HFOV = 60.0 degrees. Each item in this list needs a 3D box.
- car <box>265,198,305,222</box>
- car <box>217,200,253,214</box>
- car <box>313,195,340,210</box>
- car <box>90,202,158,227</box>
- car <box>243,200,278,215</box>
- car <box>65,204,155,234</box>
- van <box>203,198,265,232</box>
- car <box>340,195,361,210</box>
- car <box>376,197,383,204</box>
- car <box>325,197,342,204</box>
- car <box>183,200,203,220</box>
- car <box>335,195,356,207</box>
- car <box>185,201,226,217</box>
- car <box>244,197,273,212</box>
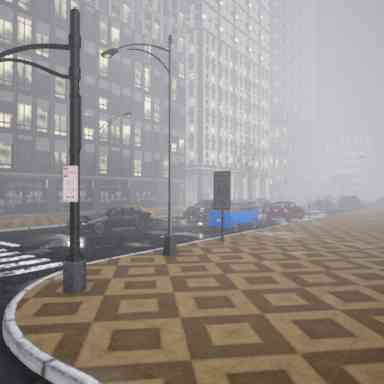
[{"bbox_3d":[7.603,1.471,26.865,1.967,1.590,4.097,0,0,38],"label":"car"},{"bbox_3d":[4.750,1.569,36.081,1.887,1.381,4.507,0,0,38],"label":"car"},{"bbox_3d":[17.305,1.537,43.521,2.128,1.511,4.902,0,0,38],"label":"car"},{"bbox_3d":[-4.749,1.538,23.947,1.752,1.417,4.829,0,0,38],"label":"car"},{"bbox_3d":[7.344,1.592,35.389,1.994,1.385,4.181,0,0,38],"label":"car"},{"bbox_3d":[-4.682,1.562,19.778,2.033,1.411,5.357,0,0,38],"label":"car"},{"bbox_3d":[2.642,1.367,20.235,1.690,1.788,3.998,0,0,38],"label":"van"},{"bbox_3d":[21.173,1.367,44.505,2.192,1.841,5.009,0,0,38],"label":"car"},{"bbox_3d":[38.135,1.657,66.552,1.947,1.339,4.313,0,0,38],"label":"car"},{"bbox_3d":[28.498,1.622,66.949,2.008,1.369,4.403,0,0,38],"label":"car"},{"bbox_3d":[1.295,1.373,27.538,2.097,1.767,4.553,0,0,38],"label":"car"},{"bbox_3d":[24.410,1.412,52.756,2.097,1.767,4.553,0,0,37],"label":"car"},{"bbox_3d":[1.357,1.602,31.671,1.802,1.307,4.206,0,0,38],"label":"car"},{"bbox_3d":[8.142,1.469,40.491,1.967,1.590,4.097,0,0,38],"label":"car"}]
